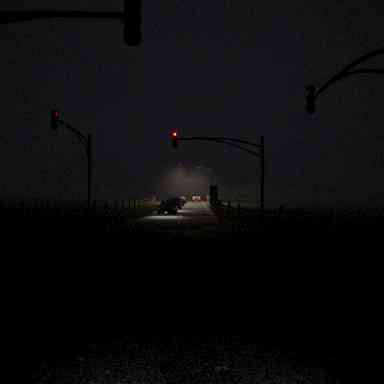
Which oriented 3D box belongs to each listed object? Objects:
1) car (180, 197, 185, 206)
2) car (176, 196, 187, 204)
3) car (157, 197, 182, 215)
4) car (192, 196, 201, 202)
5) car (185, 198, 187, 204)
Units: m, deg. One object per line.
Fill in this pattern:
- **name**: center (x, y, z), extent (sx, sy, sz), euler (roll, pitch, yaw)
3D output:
- **car**: center (-2.299, 1.514, 43.977), extent (1.837, 1.490, 4.892), euler (0, 0, 1)
- **car**: center (-1.972, 1.581, 63.830), extent (1.994, 1.385, 4.181), euler (0, 0, 2)
- **car**: center (-2.440, 1.553, 34.199), extent (2.033, 1.411, 5.357), euler (0, 0, 0)
- **car**: center (1.008, 1.617, 75.973), extent (1.895, 1.301, 4.718), euler (0, 0, 1)
- **car**: center (-2.163, 1.560, 53.824), extent (2.033, 1.411, 5.357), euler (0, 0, 1)
